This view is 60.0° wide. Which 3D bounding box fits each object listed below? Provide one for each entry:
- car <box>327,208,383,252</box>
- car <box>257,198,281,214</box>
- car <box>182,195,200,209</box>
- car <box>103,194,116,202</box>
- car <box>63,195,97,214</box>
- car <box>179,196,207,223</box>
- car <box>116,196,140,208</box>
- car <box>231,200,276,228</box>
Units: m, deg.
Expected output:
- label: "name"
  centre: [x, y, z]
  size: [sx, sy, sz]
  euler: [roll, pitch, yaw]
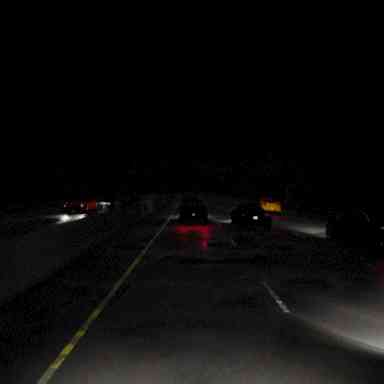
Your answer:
- label: "car"
  centre: [7.100, 1.405, 13.392]
  size: [2.128, 1.511, 4.902]
  euler: [0, 0, 0]
- label: "car"
  centre: [7.007, 1.273, 31.825]
  size: [1.882, 1.535, 5.008]
  euler: [0, 0, -1]
- label: "car"
  centre: [-0.216, 1.226, 41.417]
  size: [2.128, 1.511, 4.902]
  euler: [0, 0, -1]
- label: "car"
  centre: [-14.891, 1.146, 60.999]
  size: [1.812, 1.442, 4.674]
  euler: [0, 1, -1]
- label: "car"
  centre: [-10.693, 1.147, 32.013]
  size: [2.097, 1.767, 4.553]
  euler: [0, 0, -1]
- label: "car"
  centre: [0.088, 1.323, 24.026]
  size: [1.882, 1.535, 5.008]
  euler: [0, 0, 0]
- label: "car"
  centre: [-7.354, 1.222, 39.906]
  size: [1.882, 1.535, 5.008]
  euler: [0, 0, -1]
- label: "car"
  centre: [3.599, 1.429, 20.862]
  size: [1.994, 1.385, 4.181]
  euler: [0, 0, 0]
